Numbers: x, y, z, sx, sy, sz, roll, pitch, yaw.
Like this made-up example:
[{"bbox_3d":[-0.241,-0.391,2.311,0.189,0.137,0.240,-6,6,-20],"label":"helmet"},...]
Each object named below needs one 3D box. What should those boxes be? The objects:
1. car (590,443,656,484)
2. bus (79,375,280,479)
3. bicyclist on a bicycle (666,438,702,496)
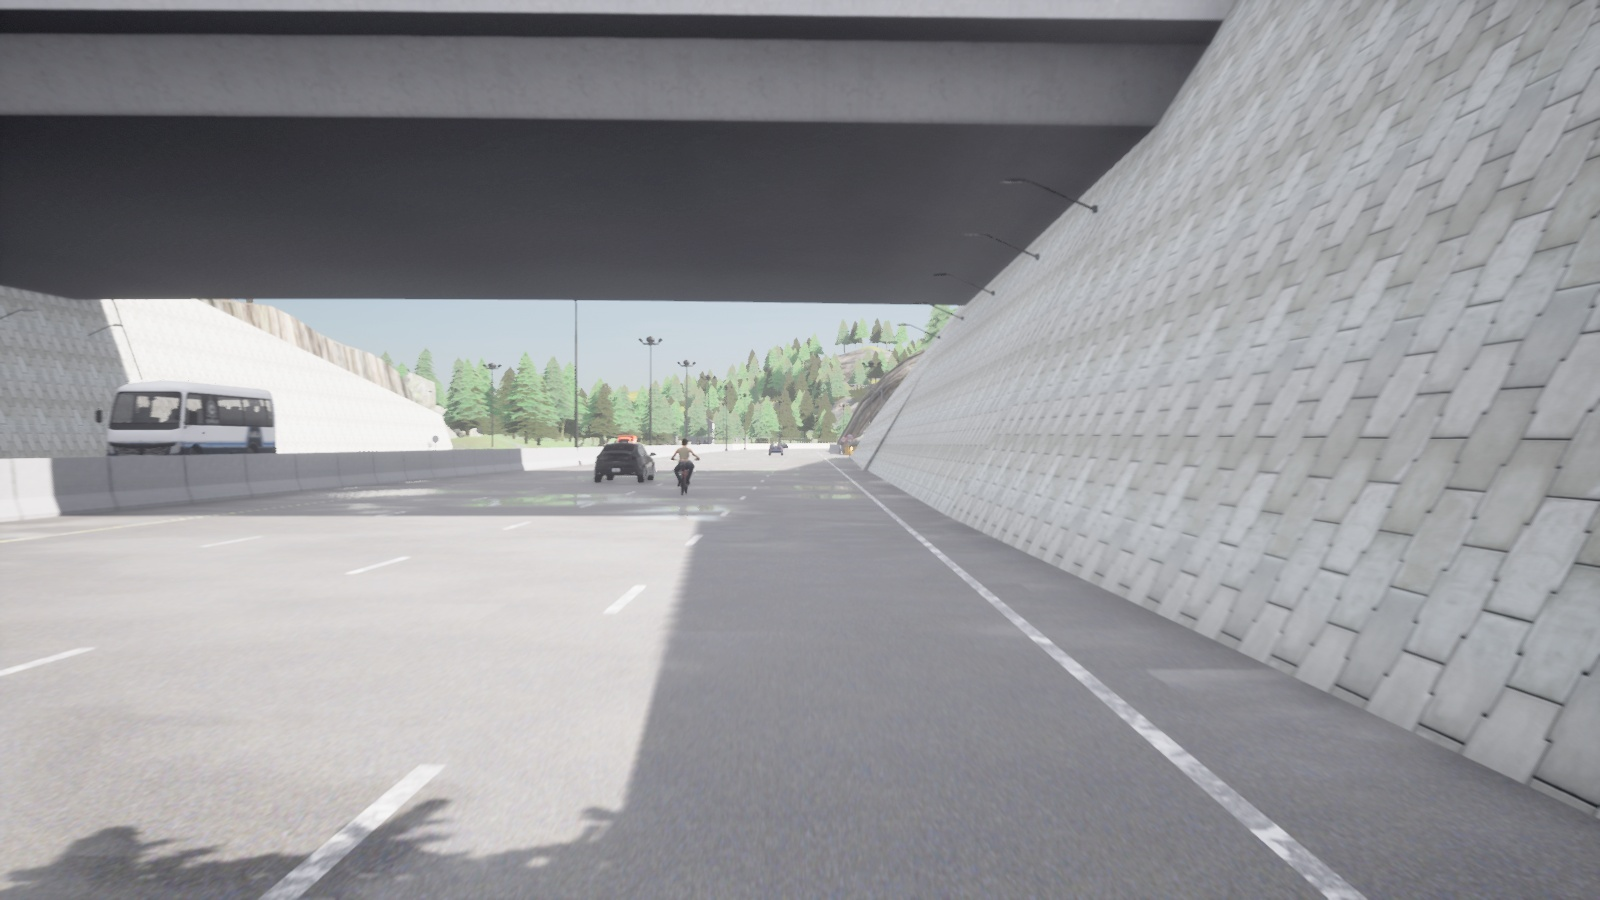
[{"bbox_3d":[-6.715,0.469,48.120,1.837,1.490,4.892,0,0,0],"label":"car"},{"bbox_3d":[-27.674,-0.980,56.830,3.944,4.253,10.273,0,0,0],"label":"bus"},{"bbox_3d":[-3.287,0.475,35.616,0.866,1.612,1.509,0,0,1],"label":"bicyclist on a bicycle"}]
